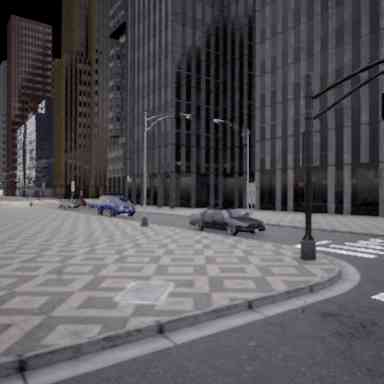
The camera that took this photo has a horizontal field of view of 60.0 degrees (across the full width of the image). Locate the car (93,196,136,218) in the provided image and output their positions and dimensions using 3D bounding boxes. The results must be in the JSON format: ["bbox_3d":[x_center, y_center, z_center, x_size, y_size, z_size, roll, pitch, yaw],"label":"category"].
[{"bbox_3d":[-7.694,1.415,33.388,2.150,2.045,5.566,0,0,-35],"label":"car"}]

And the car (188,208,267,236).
[{"bbox_3d":[1.902,1.692,19.911,2.033,1.411,5.357,0,0,-35],"label":"car"}]

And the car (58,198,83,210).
[{"bbox_3d":[-17.893,1.770,47.863,2.128,1.511,4.902,0,0,-35],"label":"car"}]

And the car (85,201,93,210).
[{"bbox_3d":[-12.837,1.776,46.024,1.812,1.442,4.674,0,0,-35],"label":"car"}]

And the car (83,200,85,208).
[{"bbox_3d":[-18.835,1.754,54.355,1.882,1.535,5.008,0,0,-35],"label":"car"}]
